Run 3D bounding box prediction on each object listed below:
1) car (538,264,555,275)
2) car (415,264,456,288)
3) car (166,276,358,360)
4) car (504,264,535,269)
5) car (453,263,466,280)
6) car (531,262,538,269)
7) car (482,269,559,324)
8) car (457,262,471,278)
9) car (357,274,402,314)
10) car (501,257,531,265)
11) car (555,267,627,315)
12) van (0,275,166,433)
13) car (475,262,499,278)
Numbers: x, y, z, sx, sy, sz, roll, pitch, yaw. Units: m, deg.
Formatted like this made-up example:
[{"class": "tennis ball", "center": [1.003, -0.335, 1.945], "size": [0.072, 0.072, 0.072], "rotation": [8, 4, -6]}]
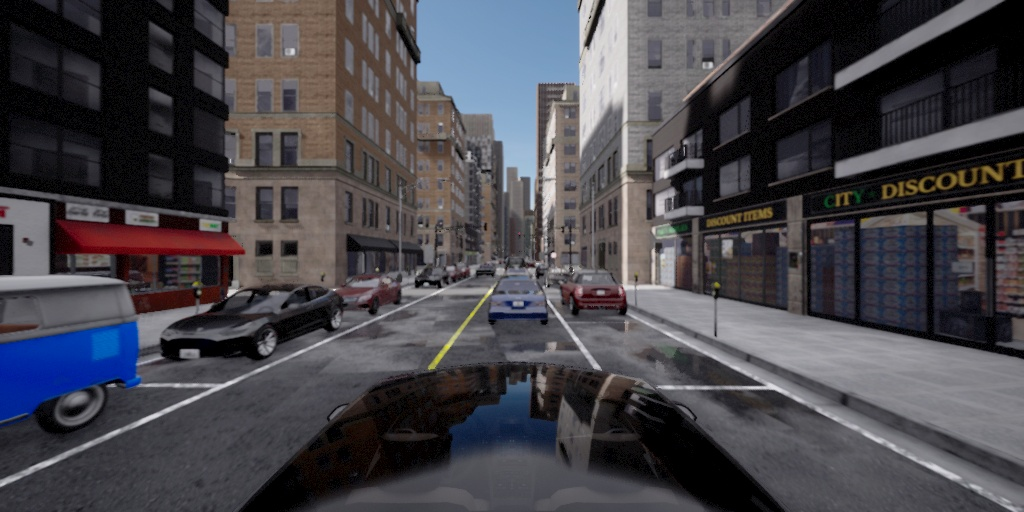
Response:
[{"class": "car", "center": [3.100, 1.414, 24.853], "size": [2.007, 1.370, 4.403], "rotation": [0, 0, 1]}, {"class": "car", "center": [-5.424, 1.428, 24.948], "size": [1.948, 1.339, 4.313], "rotation": [0, 0, 1]}, {"class": "car", "center": [-5.608, 1.346, 8.446], "size": [1.948, 1.339, 4.313], "rotation": [0, 0, 1]}, {"class": "car", "center": [0.341, 1.463, 24.599], "size": [1.895, 1.301, 4.718], "rotation": [0, 0, 1]}, {"class": "car", "center": [-5.363, 1.472, 30.449], "size": [1.802, 1.307, 4.207], "rotation": [0, 0, 1]}, {"class": "car", "center": [3.223, 1.486, 35.855], "size": [1.948, 1.339, 4.313], "rotation": [0, 0, 1]}, {"class": "car", "center": [0.203, 1.348, 12.195], "size": [2.033, 1.411, 5.357], "rotation": [0, 0, 1]}, {"class": "car", "center": [-5.302, 1.358, 35.950], "size": [1.967, 1.591, 4.097], "rotation": [0, 0, 1]}, {"class": "car", "center": [-5.547, 1.390, 13.947], "size": [1.802, 1.307, 4.207], "rotation": [0, 0, 1]}, {"class": "car", "center": [0.362, 1.135, 34.632], "size": [2.150, 2.045, 5.566], "rotation": [0, 0, 0]}, {"class": "car", "center": [2.978, 1.249, 13.851], "size": [1.967, 1.591, 4.097], "rotation": [0, 0, 1]}, {"class": "van", "center": [-5.670, 1.095, 2.945], "size": [1.690, 1.789, 3.998], "rotation": [0, 0, 1]}, {"class": "car", "center": [-2.625, 1.527, 36.668], "size": [1.895, 1.301, 4.718], "rotation": [0, 0, 1]}]
